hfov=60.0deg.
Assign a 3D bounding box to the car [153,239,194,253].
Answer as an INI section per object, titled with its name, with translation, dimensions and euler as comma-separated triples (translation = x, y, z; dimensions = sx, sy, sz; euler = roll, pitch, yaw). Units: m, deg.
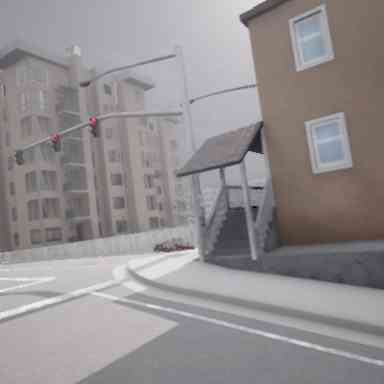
[car]
translation = -1.609, 4.901, 29.905
dimensions = 1.994, 1.385, 4.181
euler = -11, -16, 34
